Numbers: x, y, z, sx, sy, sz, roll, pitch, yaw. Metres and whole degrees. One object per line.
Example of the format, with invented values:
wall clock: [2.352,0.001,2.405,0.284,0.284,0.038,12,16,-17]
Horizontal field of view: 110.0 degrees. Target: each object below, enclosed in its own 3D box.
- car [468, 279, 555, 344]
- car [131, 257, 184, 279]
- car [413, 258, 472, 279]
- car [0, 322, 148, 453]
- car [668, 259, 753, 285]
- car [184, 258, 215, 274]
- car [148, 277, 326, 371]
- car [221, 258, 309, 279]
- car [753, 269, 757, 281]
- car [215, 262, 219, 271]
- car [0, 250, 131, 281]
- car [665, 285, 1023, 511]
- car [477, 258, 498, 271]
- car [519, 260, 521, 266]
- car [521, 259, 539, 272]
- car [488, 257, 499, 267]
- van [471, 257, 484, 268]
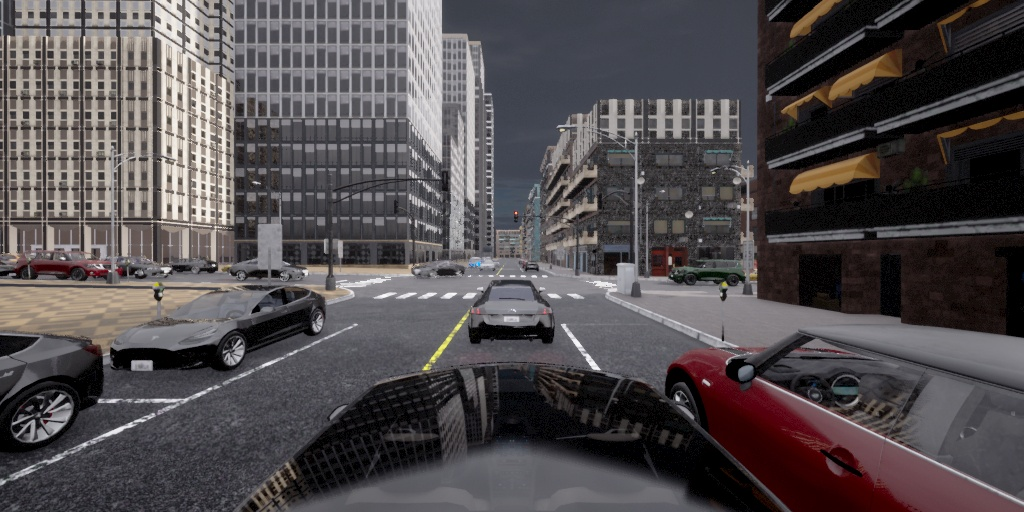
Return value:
car: [-0.017,1.314,9.634,1.994,1.385,4.181,0,0,0]
car: [-26.364,0.780,24.816,4.902,1.511,2.128,1,0,-1]
car: [-6.157,1.159,30.867,2.128,1.511,4.902,2,0,38]
car: [-5.688,1.316,2.455,1.948,1.339,4.313,0,0,0]
car: [15.509,1.290,28.602,5.566,2.045,2.150,1,0,-1]
car: [-27.566,0.815,30.589,4.313,1.339,1.948,0,0,-1]
car: [-5.703,1.315,7.701,1.948,1.339,4.313,0,0,0]
car: [-16.791,0.959,24.954,4.902,1.511,2.128,1,0,-1]
car: [21.286,1.698,31.278,4.829,1.417,1.751,0,0,-1]
car: [-22.122,0.880,30.753,4.829,1.417,1.751,0,0,-1]
car: [-27.440,0.590,22.208,5.009,1.841,2.192,0,0,-1]
car: [2.692,1.190,2.479,1.967,1.591,4.097,0,0,0]
car: [-3.225,1.279,47.917,1.812,1.442,4.674,0,0,0]
car: [2.538,1.301,57.336,1.888,1.381,4.507,0,0,0]
car: [2.566,1.319,47.369,1.948,1.339,4.313,0,0,0]
car: [-3.234,1.359,63.954,1.895,1.301,4.718,0,0,0]
van: [-5.843,1.097,57.312,1.690,1.789,3.998,0,0,0]
